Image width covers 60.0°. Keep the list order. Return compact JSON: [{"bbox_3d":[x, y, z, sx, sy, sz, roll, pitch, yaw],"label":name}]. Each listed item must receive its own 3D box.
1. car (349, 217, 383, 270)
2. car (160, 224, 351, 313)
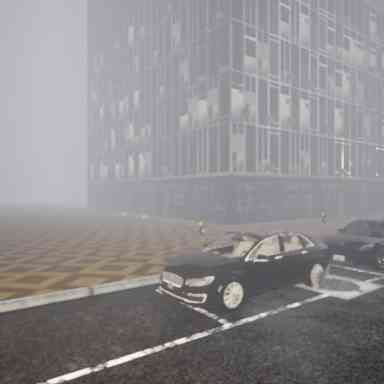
[{"bbox_3d":[6.016,1.516,10.848,4.313,1.339,1.947,0,0,-35],"label":"car"},{"bbox_3d":[1.378,1.527,7.540,4.403,1.369,2.008,0,0,-35],"label":"car"}]
